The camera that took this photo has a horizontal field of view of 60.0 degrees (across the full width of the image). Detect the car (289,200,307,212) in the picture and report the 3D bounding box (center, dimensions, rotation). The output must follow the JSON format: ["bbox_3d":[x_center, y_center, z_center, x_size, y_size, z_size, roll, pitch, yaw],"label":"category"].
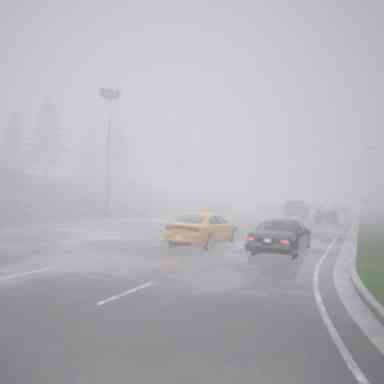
[{"bbox_3d":[19.195,2.478,60.182,2.150,2.045,5.566,1,-1,27],"label":"car"}]

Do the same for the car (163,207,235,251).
[{"bbox_3d":[0.576,1.698,15.401,1.882,1.535,5.008,1,-1,27],"label":"car"}]

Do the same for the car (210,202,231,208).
[{"bbox_3d":[3.938,2.202,45.313,1.837,1.490,4.892,1,-1,27],"label":"car"}]

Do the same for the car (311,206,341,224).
[{"bbox_3d":[13.231,2.346,32.674,1.895,1.301,4.718,1,-1,27],"label":"car"}]

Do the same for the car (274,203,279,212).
[{"bbox_3d":[14.473,2.521,50.855,1.837,1.490,4.892,1,-1,27],"label":"car"}]

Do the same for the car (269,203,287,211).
[{"bbox_3d":[16.051,2.751,61.731,2.033,1.411,5.357,1,-1,27],"label":"car"}]

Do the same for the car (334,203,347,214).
[{"bbox_3d":[23.964,2.630,53.888,2.097,1.767,4.553,1,-1,27],"label":"car"}]

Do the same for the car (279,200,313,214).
[{"bbox_3d":[11.879,2.003,37.743,2.150,2.045,5.566,1,-1,27],"label":"car"}]

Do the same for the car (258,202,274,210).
[{"bbox_3d":[14.923,2.719,67.031,1.882,1.535,5.008,1,-1,27],"label":"car"}]

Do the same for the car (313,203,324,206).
[{"bbox_3d":[20.914,2.581,55.609,2.097,1.767,4.553,1,-1,27],"label":"car"}]

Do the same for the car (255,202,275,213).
[{"bbox_3d":[11.351,2.442,52.436,1.882,1.535,5.008,1,-1,27],"label":"car"}]

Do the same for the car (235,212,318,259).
[{"bbox_3d":[3.782,1.823,13.990,2.033,1.411,5.357,1,-1,27],"label":"car"}]
